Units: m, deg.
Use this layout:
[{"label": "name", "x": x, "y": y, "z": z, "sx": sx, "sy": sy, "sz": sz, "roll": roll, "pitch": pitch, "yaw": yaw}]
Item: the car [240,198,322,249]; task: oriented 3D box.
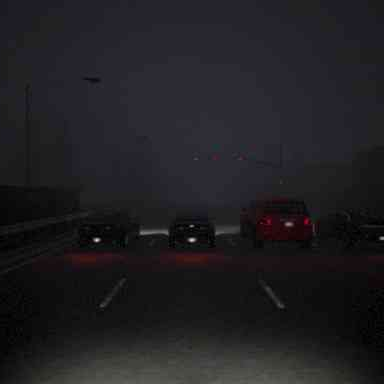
[{"label": "car", "x": 3.500, "y": 1.255, "z": 14.680, "sx": 2.150, "sy": 2.045, "sz": 5.566, "roll": 0, "pitch": 0, "yaw": 0}]

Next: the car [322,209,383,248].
[{"label": "car", "x": 7.000, "y": 1.492, "z": 14.650, "sx": 2.128, "sy": 1.511, "sz": 4.902, "roll": 0, "pitch": 0, "yaw": 0}]

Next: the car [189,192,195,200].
[{"label": "car", "x": 0.000, "y": 1.408, "z": 91.072, "sx": 2.128, "sy": 1.511, "sz": 4.902, "roll": 0, "pitch": 0, "yaw": 0}]

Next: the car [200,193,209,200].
[{"label": "car", "x": 3.500, "y": 1.256, "z": 91.458, "sx": 2.097, "sy": 1.767, "sz": 4.553, "roll": 0, "pitch": 0, "yaw": 0}]

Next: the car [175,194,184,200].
[{"label": "car", "x": -3.500, "y": 1.425, "z": 91.488, "sx": 1.812, "sy": 1.442, "sz": 4.674, "roll": 0, "pitch": 0, "yaw": 0}]

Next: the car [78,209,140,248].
[{"label": "car", "x": -3.500, "y": 1.513, "z": 14.650, "sx": 1.837, "sy": 1.490, "sz": 4.892, "roll": 0, "pitch": 0, "yaw": 0}]

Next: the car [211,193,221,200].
[{"label": "car", "x": 7.000, "y": 1.401, "z": 91.488, "sx": 1.837, "sy": 1.490, "sz": 4.892, "roll": 0, "pitch": 0, "yaw": 0}]

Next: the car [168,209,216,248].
[{"label": "car", "x": 0.000, "y": 1.513, "z": 14.650, "sx": 1.837, "sy": 1.490, "sz": 4.892, "roll": 0, "pitch": 0, "yaw": 0}]
